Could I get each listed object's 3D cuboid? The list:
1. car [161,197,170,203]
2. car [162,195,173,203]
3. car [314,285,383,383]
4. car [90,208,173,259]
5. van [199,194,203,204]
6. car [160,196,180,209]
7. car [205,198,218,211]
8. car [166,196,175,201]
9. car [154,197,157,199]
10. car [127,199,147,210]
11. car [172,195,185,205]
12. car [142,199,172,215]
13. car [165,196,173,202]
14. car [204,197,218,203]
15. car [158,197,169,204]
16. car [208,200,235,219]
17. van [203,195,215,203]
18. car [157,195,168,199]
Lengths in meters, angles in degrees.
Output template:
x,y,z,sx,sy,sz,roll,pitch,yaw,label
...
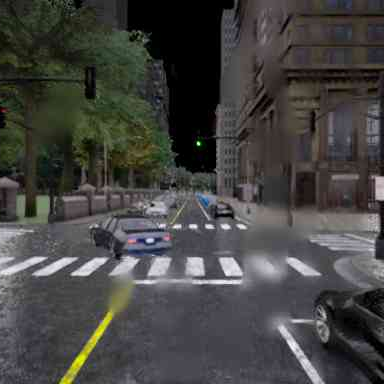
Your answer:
x,y,z,sx,sy,sz,roll,pitch,yaw,label
-5.771,1.728,73.058,1.752,1.417,4.829,0,0,0,car
-5.772,1.529,78.649,2.192,1.841,5.009,0,0,0,car
2.759,1.578,3.409,1.947,1.339,4.313,0,0,0,car
-2.553,1.598,12.968,2.033,1.411,5.357,1,0,-28,car
2.754,1.532,67.789,1.690,1.788,3.998,0,0,0,van
-3.080,1.650,47.639,1.837,1.490,4.892,0,-1,0,car
2.757,1.675,35.266,1.947,1.339,4.313,0,0,0,car
-5.772,1.779,89.489,1.887,1.381,4.507,0,0,0,car
-5.769,1.565,40.706,1.967,1.590,4.097,0,0,0,car
-5.769,1.661,35.286,2.008,1.369,4.403,0,0,0,car
-3.006,1.739,64.650,2.033,1.411,5.357,0,0,0,car
-3.105,1.622,30.598,1.812,1.442,4.674,0,0,0,car
-5.772,1.790,84.069,1.947,1.339,4.313,0,0,0,car
2.756,1.651,40.857,1.752,1.417,4.829,0,0,0,car
-5.771,1.716,67.638,1.752,1.417,4.829,0,0,0,car
2.757,1.659,29.846,1.947,1.339,4.313,0,0,0,car
2.755,1.481,46.108,1.690,1.788,3.998,0,0,0,van
-5.770,1.607,56.967,1.967,1.590,4.097,0,0,0,car
